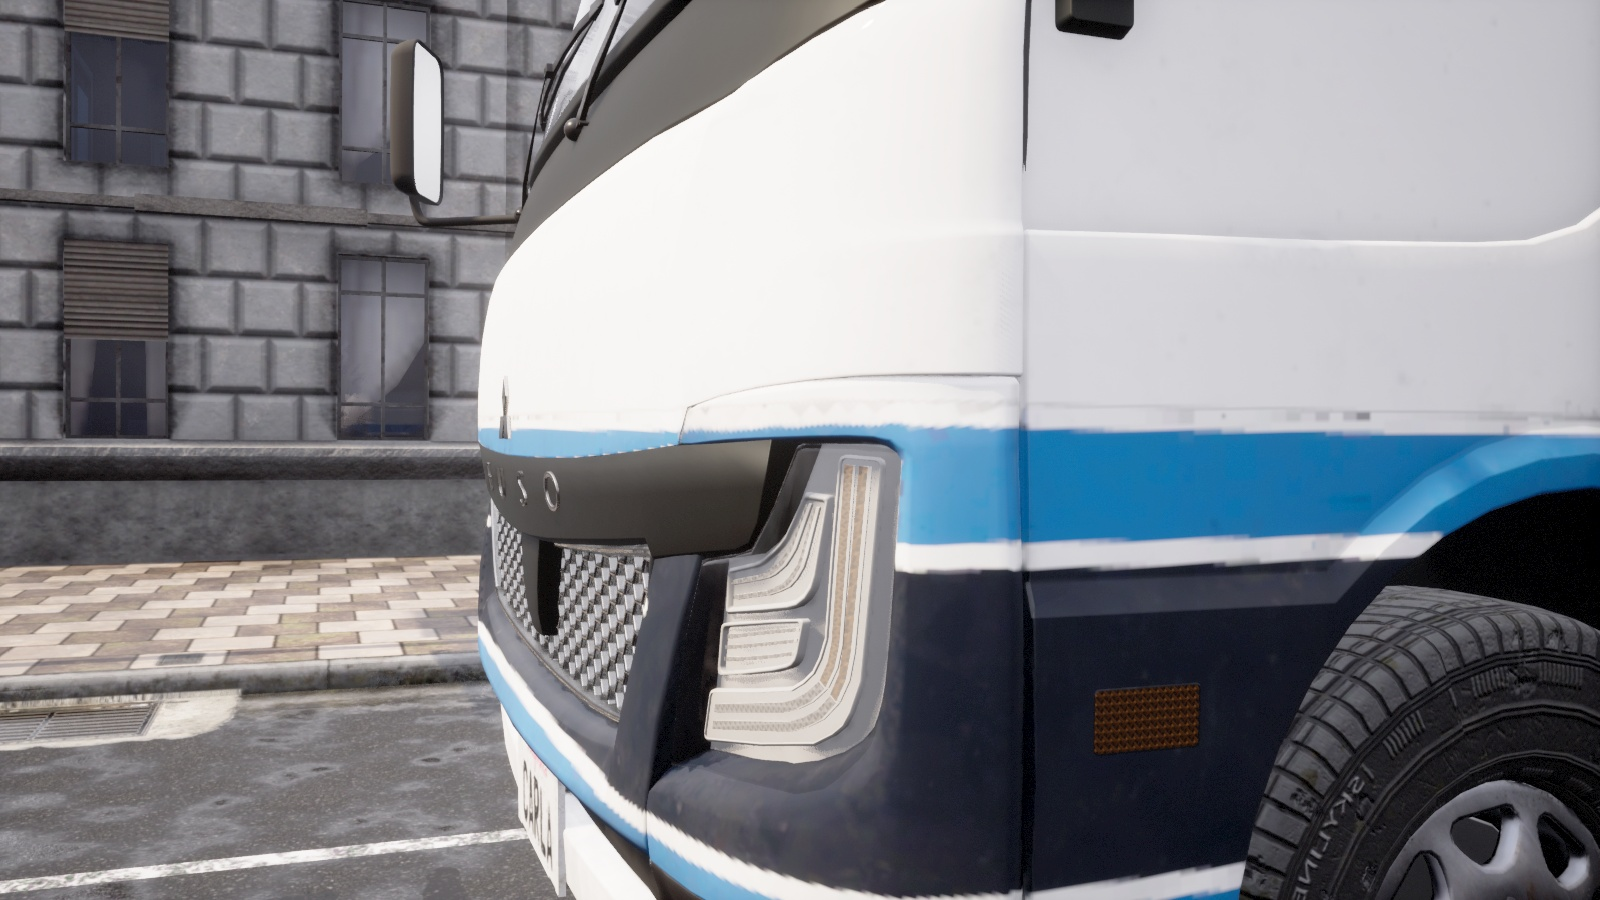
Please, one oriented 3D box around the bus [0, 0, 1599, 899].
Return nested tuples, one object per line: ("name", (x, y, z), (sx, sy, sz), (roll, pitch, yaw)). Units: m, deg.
("bus", (3.496, -0.691, 4.578), (10.273, 4.253, 3.944), (-1, 1, -21))
